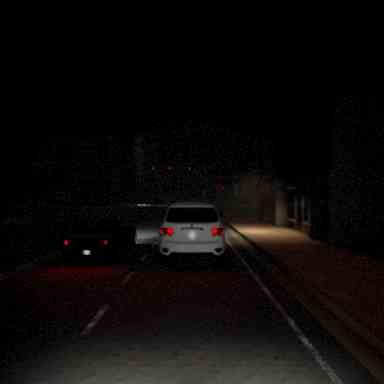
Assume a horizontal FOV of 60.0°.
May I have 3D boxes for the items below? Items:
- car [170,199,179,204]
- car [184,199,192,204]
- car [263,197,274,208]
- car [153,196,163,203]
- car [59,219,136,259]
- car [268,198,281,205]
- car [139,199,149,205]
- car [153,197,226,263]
[{"bbox_3d":[-4.556,2.426,87.322,1.994,1.385,4.181,0,-1,0],"label":"car"},{"bbox_3d":[-1.056,2.426,87.322,1.994,1.385,4.181,0,-1,0],"label":"car"},{"bbox_3d":[13.170,1.742,58.498,1.932,1.855,4.605,0,-1,0],"label":"car"},{"bbox_3d":[-8.009,2.027,79.698,2.150,2.045,5.566,0,-1,0],"label":"car"},{"bbox_3d":[-3.474,1.736,13.251,1.895,1.301,4.718,0,-1,0],"label":"car"},{"bbox_3d":[18.724,2.159,75.922,1.970,1.475,3.806,0,-1,0],"label":"car"},{"bbox_3d":[-11.510,2.354,79.703,1.994,1.385,4.181,0,-1,0],"label":"car"},{"bbox_3d":[0.018,1.352,12.563,2.150,2.045,5.566,0,0,0],"label":"car"}]
